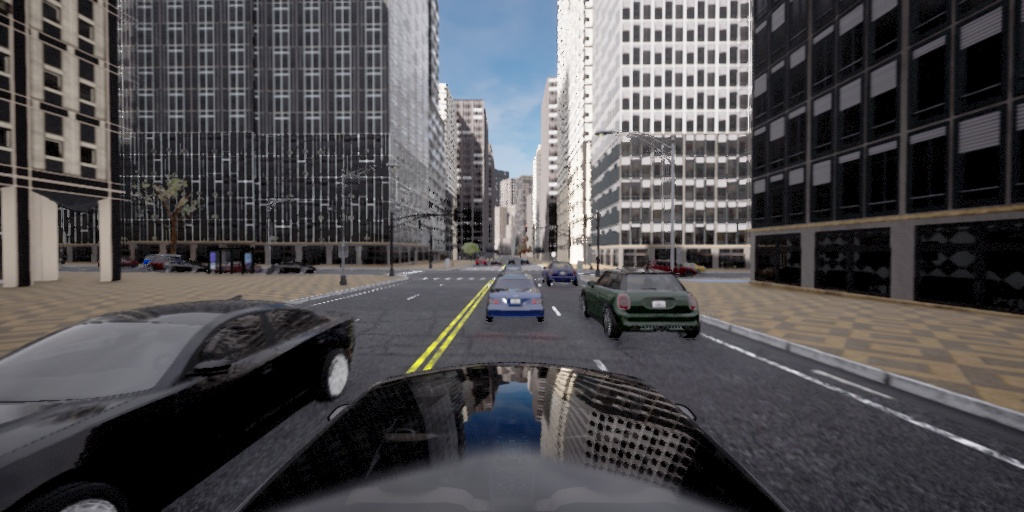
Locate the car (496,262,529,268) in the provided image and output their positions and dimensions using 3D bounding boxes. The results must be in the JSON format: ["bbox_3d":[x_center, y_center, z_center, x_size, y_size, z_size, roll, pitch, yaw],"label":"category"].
[{"bbox_3d":[0.087,1.343,25.222,1.994,1.385,4.181,0,0,0],"label":"car"}]

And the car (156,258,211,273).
[{"bbox_3d":[-34.114,1.132,37.751,4.313,1.339,1.948,0,0,1],"label":"car"}]

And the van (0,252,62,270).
[{"bbox_3d":[-51.158,0.752,38.141,3.998,1.789,1.690,0,0,1],"label":"van"}]

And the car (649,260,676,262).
[{"bbox_3d":[16.176,1.326,36.940,5.009,1.841,2.192,0,0,1],"label":"car"}]

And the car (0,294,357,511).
[{"bbox_3d":[-3.351,1.231,3.558,1.882,1.535,5.008,0,0,0],"label":"car"}]

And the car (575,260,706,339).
[{"bbox_3d":[3.343,1.115,10.271,2.097,1.767,4.553,0,0,0],"label":"car"}]

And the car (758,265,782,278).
[{"bbox_3d":[27.624,1.635,36.749,4.829,1.417,1.751,0,0,1],"label":"car"}]

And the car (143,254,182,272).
[{"bbox_3d":[-38.126,0.844,40.478,4.553,1.767,2.097,0,1,1],"label":"car"}]

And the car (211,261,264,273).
[{"bbox_3d":[-28.433,1.200,37.580,4.207,1.307,1.802,0,0,1],"label":"car"}]

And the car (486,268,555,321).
[{"bbox_3d":[0.094,1.312,12.515,2.033,1.411,5.357,0,0,0],"label":"car"}]

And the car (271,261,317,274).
[{"bbox_3d":[-22.749,1.235,37.450,4.313,1.339,1.948,0,0,1],"label":"car"}]

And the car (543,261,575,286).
[{"bbox_3d":[3.337,1.133,25.741,2.097,1.767,4.553,0,0,0],"label":"car"}]

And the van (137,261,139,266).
[{"bbox_3d":[-45.309,0.684,46.406,3.998,1.789,1.690,0,0,1],"label":"van"}]
